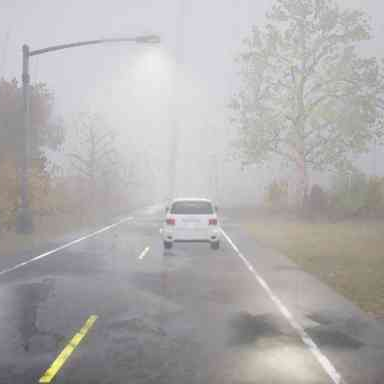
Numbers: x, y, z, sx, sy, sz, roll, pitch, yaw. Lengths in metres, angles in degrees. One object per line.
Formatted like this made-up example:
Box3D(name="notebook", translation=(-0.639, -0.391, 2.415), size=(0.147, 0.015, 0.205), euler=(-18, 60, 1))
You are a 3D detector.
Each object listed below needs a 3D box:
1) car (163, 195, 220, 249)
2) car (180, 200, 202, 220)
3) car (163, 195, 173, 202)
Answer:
Box3D(name="car", translation=(-0.017, 1.256, 14.685), size=(2.150, 2.045, 5.566), euler=(0, 0, 0))
Box3D(name="car", translation=(-0.078, 1.515, 29.659), size=(1.837, 1.490, 4.892), euler=(0, 0, 0))
Box3D(name="car", translation=(-5.673, 1.479, 77.231), size=(2.033, 1.411, 5.357), euler=(0, 0, -8))
